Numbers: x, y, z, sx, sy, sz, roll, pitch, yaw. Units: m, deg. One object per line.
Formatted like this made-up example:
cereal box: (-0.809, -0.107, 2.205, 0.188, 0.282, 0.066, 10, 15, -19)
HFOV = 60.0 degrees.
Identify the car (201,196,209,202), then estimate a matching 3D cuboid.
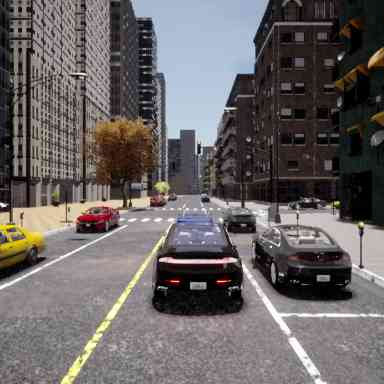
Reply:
car: (3.088, 1.599, 80.308, 1.752, 1.417, 4.829, 0, 0, 0)

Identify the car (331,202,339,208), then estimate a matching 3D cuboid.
car: (19.017, 1.259, 39.516, 4.829, 1.417, 1.752, -1, 1, 0)

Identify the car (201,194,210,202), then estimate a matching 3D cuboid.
car: (3.059, 1.630, 74.615, 1.947, 1.339, 4.313, 0, 0, 0)

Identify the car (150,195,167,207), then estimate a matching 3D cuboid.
car: (-5.432, 1.350, 52.567, 2.192, 1.841, 5.009, 0, 0, 0)

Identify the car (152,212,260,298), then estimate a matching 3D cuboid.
car: (0.130, 1.492, 8.473, 2.128, 1.511, 4.902, 0, 0, 0)

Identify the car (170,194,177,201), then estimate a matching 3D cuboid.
car: (-5.266, 1.650, 85.704, 1.947, 1.339, 4.313, 0, 0, 0)

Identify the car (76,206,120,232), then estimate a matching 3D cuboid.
car: (-5.593, 1.549, 20.179, 1.887, 1.381, 4.507, 0, 0, 0)

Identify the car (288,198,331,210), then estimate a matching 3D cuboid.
car: (13.620, 1.360, 39.489, 4.403, 1.369, 2.008, -1, 1, 0)

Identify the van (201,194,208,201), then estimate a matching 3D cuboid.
van: (3.114, 1.425, 85.662, 1.690, 1.788, 3.998, 0, 0, 0)

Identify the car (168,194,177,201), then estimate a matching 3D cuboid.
car: (-5.239, 1.410, 91.226, 2.192, 1.841, 5.009, 0, 0, 0)

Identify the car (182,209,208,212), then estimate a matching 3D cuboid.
car: (0.167, 1.605, 18.591, 1.895, 1.301, 4.718, 0, 0, 1)

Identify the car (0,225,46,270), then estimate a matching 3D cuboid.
car: (-5.649, 1.526, 8.943, 1.752, 1.417, 4.829, 0, 0, 0)

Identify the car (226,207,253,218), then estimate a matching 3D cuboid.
car: (2.787, 1.555, 20.137, 2.008, 1.369, 4.403, 0, 0, 0)

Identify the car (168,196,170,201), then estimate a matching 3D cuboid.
car: (-5.404, 1.607, 58.089, 1.947, 1.339, 4.313, 0, 0, 0)

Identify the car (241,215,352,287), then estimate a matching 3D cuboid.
car: (2.732, 1.552, 9.071, 2.008, 1.369, 4.403, 0, 0, 0)
